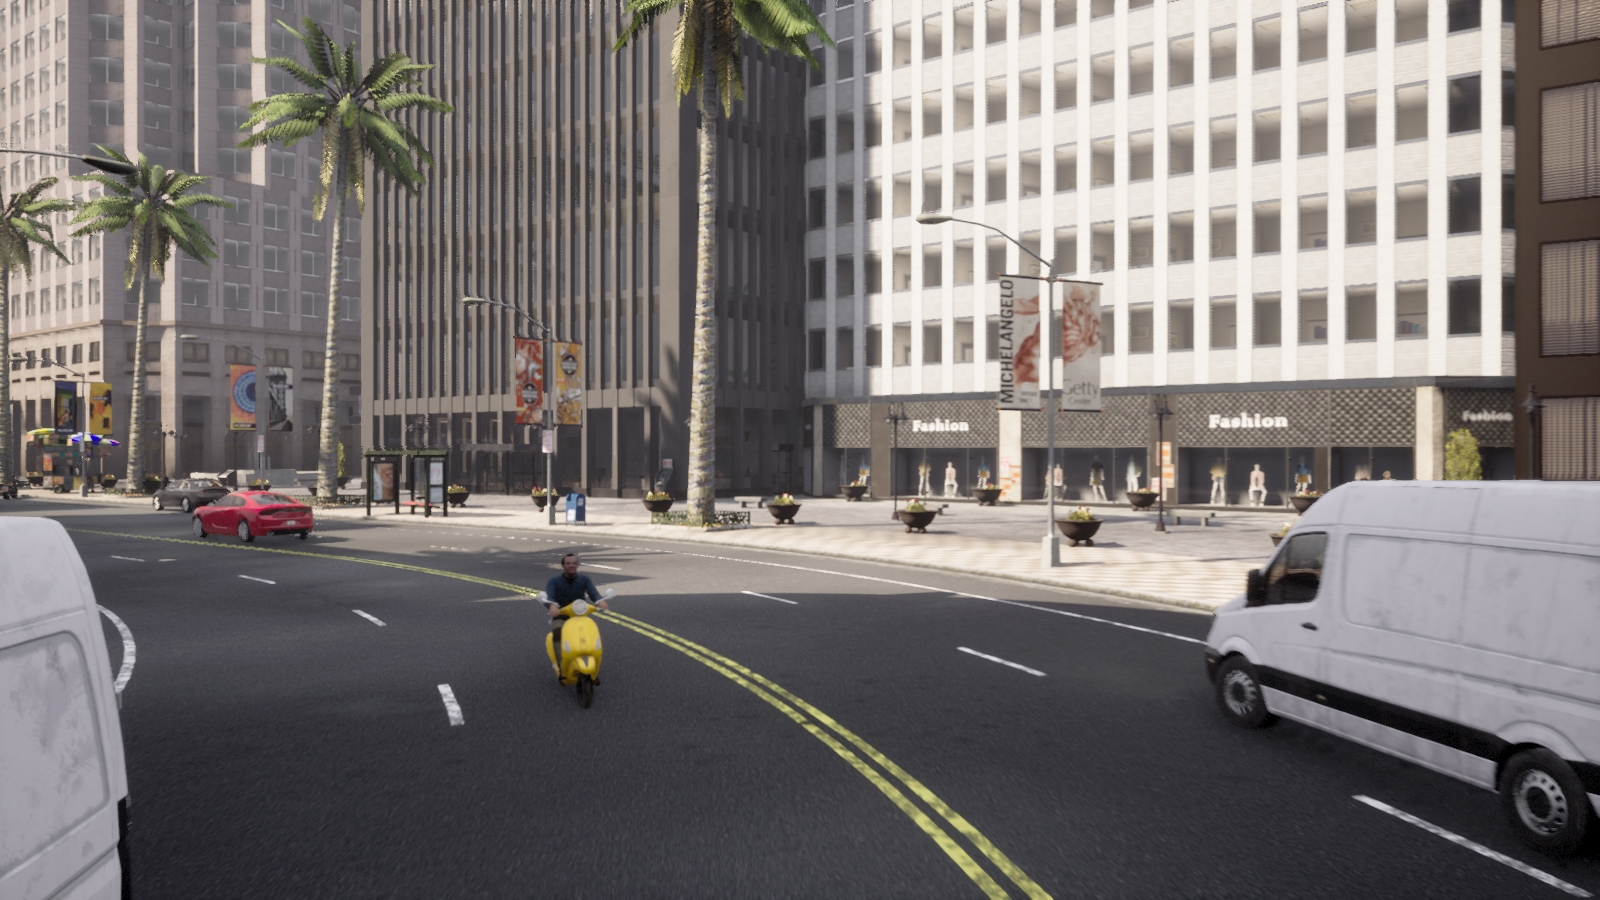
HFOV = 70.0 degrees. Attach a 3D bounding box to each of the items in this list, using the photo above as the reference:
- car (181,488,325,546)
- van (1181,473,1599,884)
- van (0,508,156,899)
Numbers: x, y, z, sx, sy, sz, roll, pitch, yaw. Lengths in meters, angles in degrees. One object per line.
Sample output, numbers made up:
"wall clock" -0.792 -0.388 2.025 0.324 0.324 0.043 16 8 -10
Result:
"car" -17.244 2.040 35.905 5.006 1.535 2.097 0 0 39
"van" 5.722 1.532 9.794 1.988 2.561 5.915 0 0 -11
"van" -3.489 1.535 2.026 1.988 2.561 5.915 0 0 -7
